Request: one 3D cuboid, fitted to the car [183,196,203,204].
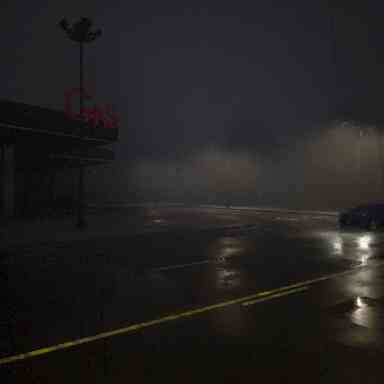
[{"bbox_3d":[0.210,1.477,64.980,1.882,1.535,5.008,0,0,-36],"label":"car"}]

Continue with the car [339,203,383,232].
[{"bbox_3d":[11.036,1.477,20.519,5.008,1.535,1.882,0,0,-36],"label":"car"}]

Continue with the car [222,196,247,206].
[{"bbox_3d":[7.047,1.503,55.519,1.837,1.490,4.892,0,-1,-36],"label":"car"}]

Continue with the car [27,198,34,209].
[{"bbox_3d":[-22.029,1.456,43.590,1.970,1.475,3.806,0,0,-35],"label":"car"}]

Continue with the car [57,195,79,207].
[{"bbox_3d":[-17.819,1.295,47.573,2.242,1.667,4.611,0,0,-35],"label":"car"}]
